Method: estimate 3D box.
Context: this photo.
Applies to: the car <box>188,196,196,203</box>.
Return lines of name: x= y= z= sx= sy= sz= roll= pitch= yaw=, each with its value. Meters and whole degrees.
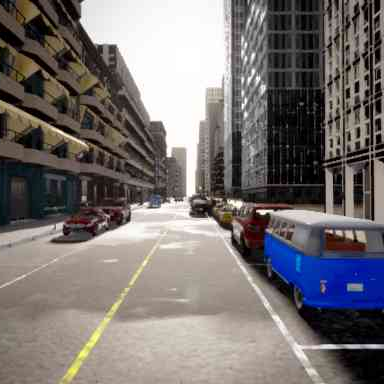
car: x=-0.001 y=1.497 z=71.074 sx=1.812 sy=1.442 sz=4.674 roll=0 pitch=0 yaw=0

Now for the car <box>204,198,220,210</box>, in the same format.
car: x=2.702 y=1.604 z=46.016 sx=1.887 sy=1.381 sz=4.507 roll=1 pitch=0 yaw=0

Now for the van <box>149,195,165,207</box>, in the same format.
van: x=-5.675 y=1.414 z=51.540 sx=1.690 sy=1.788 sz=3.998 roll=1 pitch=0 yaw=0

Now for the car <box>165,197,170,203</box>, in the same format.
car: x=-5.680 y=1.725 z=73.630 sx=1.802 sy=1.307 sz=4.206 roll=1 pitch=0 yaw=0

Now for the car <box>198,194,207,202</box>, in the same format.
car: x=2.703 y=1.502 z=84.676 sx=2.192 sy=1.841 sz=5.009 roll=1 pitch=0 yaw=0

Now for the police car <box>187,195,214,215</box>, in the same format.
police car: x=0.734 y=1.465 z=34.386 sx=1.930 sy=1.638 sz=5.238 roll=0 pitch=0 yaw=-4

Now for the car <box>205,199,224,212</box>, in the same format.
car: x=2.702 y=1.614 z=40.492 sx=1.947 sy=1.339 sz=4.313 roll=1 pitch=0 yaw=0

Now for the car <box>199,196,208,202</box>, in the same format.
car: x=2.700 y=1.730 z=79.152 sx=1.947 sy=1.339 sz=4.313 roll=1 pitch=0 yaw=0

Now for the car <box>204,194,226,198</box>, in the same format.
car: x=2.705 y=1.353 z=34.970 sx=2.192 sy=1.841 sz=5.009 roll=1 pitch=0 yaw=0

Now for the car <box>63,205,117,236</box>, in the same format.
car: x=-5.678 y=1.595 z=18.403 sx=1.802 sy=1.307 sz=4.206 roll=1 pitch=0 yaw=0

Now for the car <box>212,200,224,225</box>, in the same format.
car: x=2.703 y=1.547 z=24.095 sx=1.752 sy=1.417 sz=4.829 roll=1 pitch=0 yaw=0

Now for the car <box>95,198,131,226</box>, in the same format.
car: x=-5.674 y=1.336 z=23.926 sx=2.192 sy=1.841 sz=5.009 roll=1 pitch=0 yaw=0

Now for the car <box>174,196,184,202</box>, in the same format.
car: x=-3.000 y=1.622 z=76.728 sx=1.812 sy=1.442 sz=4.674 roll=0 pitch=0 yaw=0

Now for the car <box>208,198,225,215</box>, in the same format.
car: x=2.702 y=1.555 z=29.618 sx=1.752 sy=1.417 sz=4.829 roll=1 pitch=0 yaw=0

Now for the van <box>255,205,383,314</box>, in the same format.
van: x=2.706 y=1.344 z=7.358 sx=1.690 sy=1.788 sz=3.998 roll=1 pitch=0 yaw=0

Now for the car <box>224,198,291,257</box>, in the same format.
car: x=2.706 y=1.322 z=12.879 sx=2.192 sy=1.841 sz=5.009 roll=1 pitch=0 yaw=0

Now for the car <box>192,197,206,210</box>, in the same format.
car: x=0.854 y=1.517 z=44.515 sx=1.801 sy=1.575 sz=5.366 roll=0 pitch=0 yaw=0
